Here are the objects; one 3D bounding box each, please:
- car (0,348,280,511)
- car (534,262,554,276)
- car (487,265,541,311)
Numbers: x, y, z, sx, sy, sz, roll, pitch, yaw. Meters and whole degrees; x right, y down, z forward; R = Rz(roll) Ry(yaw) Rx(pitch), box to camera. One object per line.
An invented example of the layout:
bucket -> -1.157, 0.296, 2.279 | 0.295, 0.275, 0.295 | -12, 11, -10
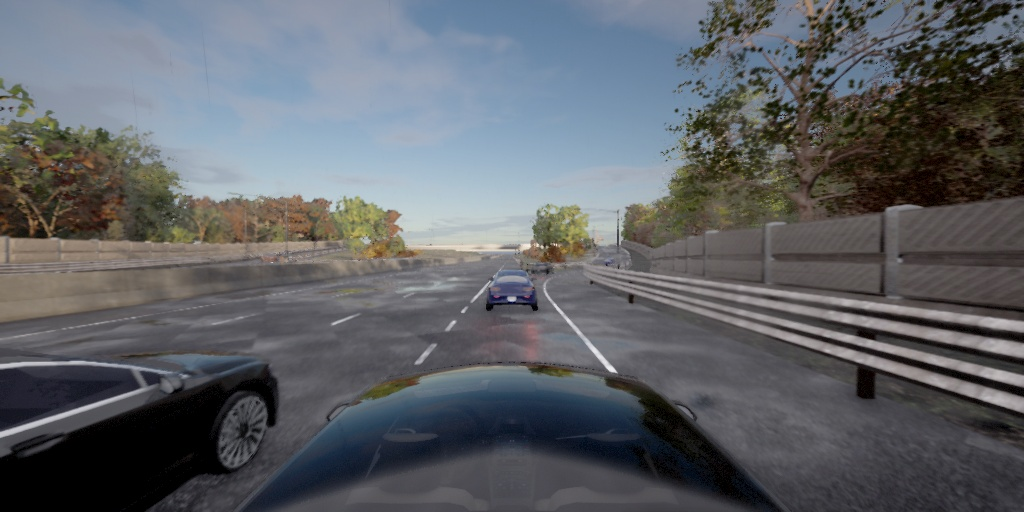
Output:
car -> -3.398, 1.241, 1.874 | 2.128, 1.511, 4.902 | 0, 0, 0
car -> 3.523, 1.423, 40.059 | 2.128, 1.511, 4.902 | 0, -3, 16
car -> 0.025, 1.279, 14.417 | 1.812, 1.442, 4.674 | 0, 0, 1
